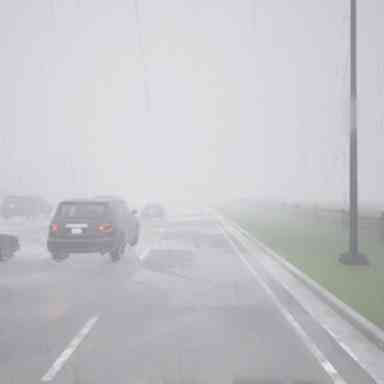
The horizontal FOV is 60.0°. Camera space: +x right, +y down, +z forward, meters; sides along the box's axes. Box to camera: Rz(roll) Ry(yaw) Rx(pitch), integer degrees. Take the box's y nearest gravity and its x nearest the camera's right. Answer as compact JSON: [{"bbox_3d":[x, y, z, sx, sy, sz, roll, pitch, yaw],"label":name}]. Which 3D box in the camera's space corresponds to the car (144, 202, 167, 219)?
[{"bbox_3d":[-3.386,1.621,29.798,1.994,1.385,4.181,0,0,0],"label":"car"}]

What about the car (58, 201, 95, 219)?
[{"bbox_3d":[-10.387,1.584,30.283,1.812,1.442,4.674,0,0,0],"label":"car"}]

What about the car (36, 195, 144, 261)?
[{"bbox_3d":[-3.394,1.246,12.474,2.150,2.045,5.566,0,0,0],"label":"car"}]

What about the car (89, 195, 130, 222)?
[{"bbox_3d":[-6.888,1.276,28.391,2.150,2.045,5.566,0,0,0],"label":"car"}]

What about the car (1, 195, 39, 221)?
[{"bbox_3d":[-13.888,1.276,28.345,2.150,2.045,5.566,0,0,0],"label":"car"}]

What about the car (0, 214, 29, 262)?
[{"bbox_3d":[-6.895,1.565,9.156,2.033,1.411,5.357,0,0,0],"label":"car"}]

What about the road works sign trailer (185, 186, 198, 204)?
[{"bbox_3d":[0.027,0.589,65.503,2.380,3.560,2.880,0,0,0],"label":"road works sign trailer"}]
